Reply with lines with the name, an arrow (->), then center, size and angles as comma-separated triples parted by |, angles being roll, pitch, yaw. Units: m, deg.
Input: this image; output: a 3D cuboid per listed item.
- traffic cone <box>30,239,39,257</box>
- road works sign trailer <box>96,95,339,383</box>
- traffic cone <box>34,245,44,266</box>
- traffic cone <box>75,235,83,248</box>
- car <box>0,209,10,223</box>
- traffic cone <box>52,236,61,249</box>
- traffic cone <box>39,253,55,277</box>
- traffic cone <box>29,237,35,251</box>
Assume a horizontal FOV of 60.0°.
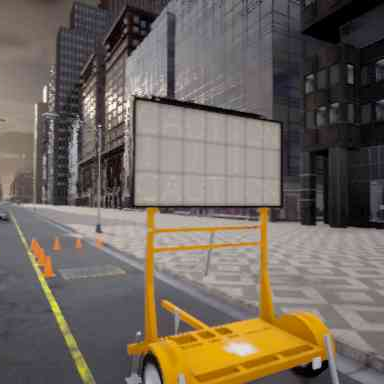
traffic cone -> -6.314, 2.335, 13.574 | 0.340, 0.580, 0.340 | 2, -2, -29
road works sign trailer -> 0.198, 0.619, 4.657 | 2.380, 3.560, 2.880 | 1, -2, -29
traffic cone -> -5.335, 2.288, 11.831 | 0.340, 0.580, 0.340 | 2, -2, -29
traffic cone -> -5.550, 2.427, 16.296 | 0.340, 0.580, 0.340 | 1, -2, -29
car -> -20.114, 2.490, 34.629 | 1.994, 1.385, 4.181 | 1, -2, -29
traffic cone -> -6.422, 2.404, 15.807 | 0.340, 0.580, 0.340 | 1, -2, -29
traffic cone -> -4.355, 2.241, 10.088 | 0.340, 0.580, 0.340 | 1, -2, -29
traffic cone -> -7.294, 2.381, 15.317 | 0.340, 0.580, 0.340 | 2, -2, -29
